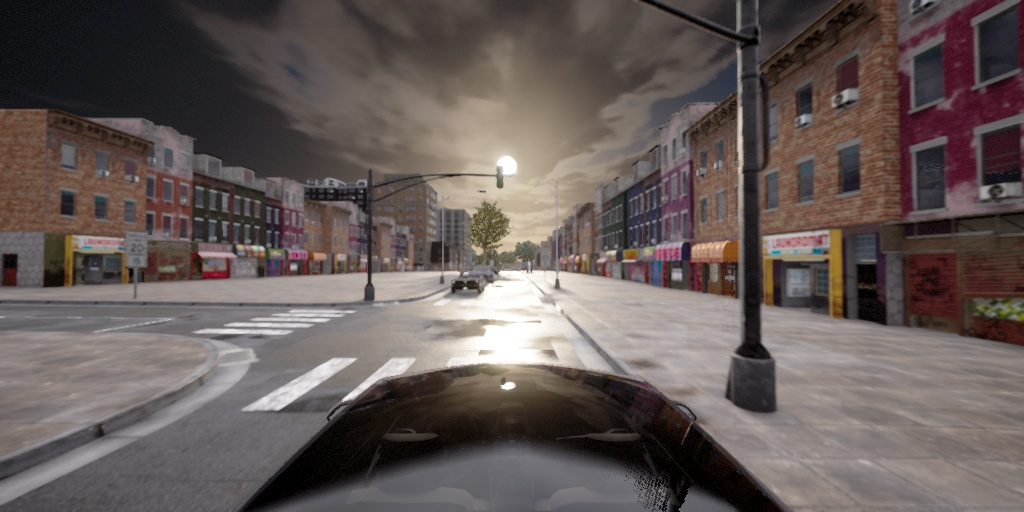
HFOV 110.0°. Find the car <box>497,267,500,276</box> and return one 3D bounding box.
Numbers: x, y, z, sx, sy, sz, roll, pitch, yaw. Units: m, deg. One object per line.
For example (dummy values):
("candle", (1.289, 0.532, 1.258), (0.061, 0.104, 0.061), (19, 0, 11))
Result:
("car", (-2.754, 2.170, 50.109), (1.895, 1.301, 4.718), (0, -1, 0))

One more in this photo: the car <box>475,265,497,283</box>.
("car", (-2.794, 1.624, 34.124), (2.097, 1.767, 4.553), (0, -1, 0))

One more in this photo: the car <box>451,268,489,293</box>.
("car", (-2.817, 1.690, 23.860), (1.895, 1.301, 4.718), (0, -1, 0))
